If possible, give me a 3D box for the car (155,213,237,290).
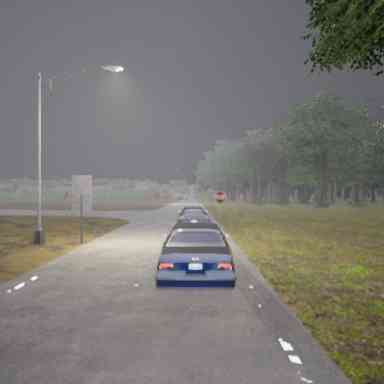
[{"bbox_3d":[0.108,1.552,9.201,2.033,1.411,5.357,0,0,1],"label":"car"}]

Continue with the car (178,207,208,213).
[{"bbox_3d":[0.063,1.592,20.499,1.994,1.385,4.181,0,0,-1],"label":"car"}]
